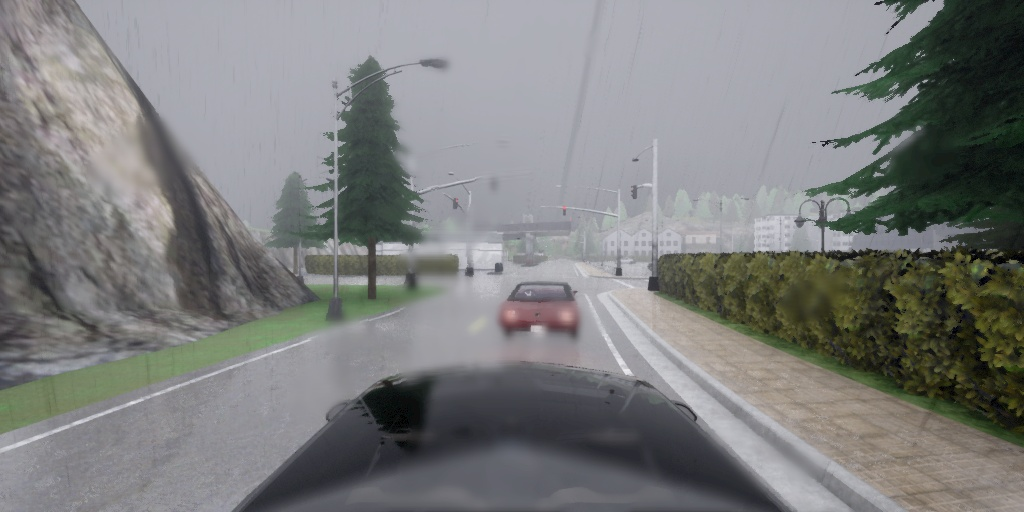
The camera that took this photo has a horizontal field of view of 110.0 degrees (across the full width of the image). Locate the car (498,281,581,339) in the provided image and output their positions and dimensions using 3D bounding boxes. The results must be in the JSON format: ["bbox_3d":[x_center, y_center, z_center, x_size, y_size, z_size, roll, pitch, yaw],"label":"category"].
[{"bbox_3d":[0.918,1.351,10.149,1.895,1.301,4.718,0,0,8],"label":"car"}]
